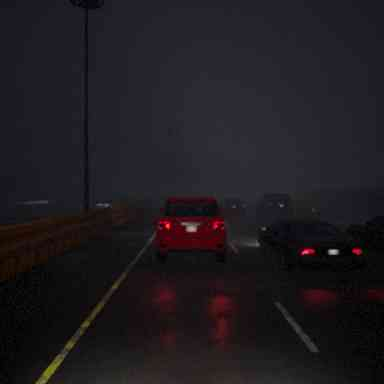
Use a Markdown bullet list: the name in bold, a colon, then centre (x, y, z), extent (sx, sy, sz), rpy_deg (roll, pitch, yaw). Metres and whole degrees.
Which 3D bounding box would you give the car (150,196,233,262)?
- **car**: centre (-0.036, 1.171, 12.002), extent (2.150, 2.045, 5.566), rpy_deg (0, -1, -1)

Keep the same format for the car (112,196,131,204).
- **car**: centre (-11.215, 1.407, 56.341), extent (1.895, 1.301, 4.718), rpy_deg (0, 0, 11)

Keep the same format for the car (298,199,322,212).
- **car**: centre (10.542, 1.366, 31.077), extent (1.882, 1.535, 5.008), rpy_deg (0, 0, 2)

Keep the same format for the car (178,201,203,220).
- **car**: centre (-0.075, 1.503, 27.874), extent (1.895, 1.301, 4.718), rpy_deg (0, 0, 1)

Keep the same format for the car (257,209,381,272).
- **car**: centre (3.461, 1.509, 10.649), extent (2.033, 1.411, 5.357), rpy_deg (0, 0, 0)

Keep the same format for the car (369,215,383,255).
- **car**: centre (6.960, 1.437, 11.035), extent (1.882, 1.535, 5.008), rpy_deg (0, 0, 0)

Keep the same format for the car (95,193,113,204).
- **car**: centre (-14.520, 1.366, 57.591), extent (1.994, 1.385, 4.181), rpy_deg (0, 0, 11)

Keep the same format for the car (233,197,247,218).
- **car**: centre (3.468, 1.248, 29.049), extent (2.097, 1.767, 4.553), rpy_deg (0, 0, 2)

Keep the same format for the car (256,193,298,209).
- **car**: centre (6.928, 1.123, 28.232), extent (2.150, 2.045, 5.566), rpy_deg (0, 1, 1)

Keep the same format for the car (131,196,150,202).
- **car**: centre (-7.813, 1.355, 55.563), extent (2.033, 1.411, 5.357), rpy_deg (0, 0, 12)

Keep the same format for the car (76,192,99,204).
- **car**: centre (-17.986, 1.022, 58.204), extent (2.150, 2.045, 5.566), rpy_deg (0, 0, 11)
